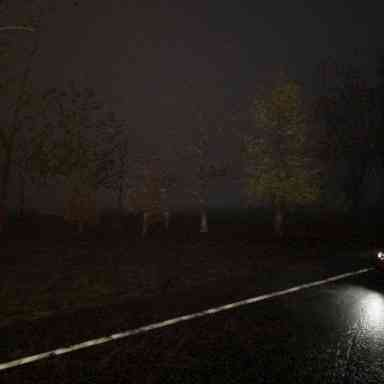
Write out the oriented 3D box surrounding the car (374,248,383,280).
[{"bbox_3d":[6.655,1.531,8.692,4.674,1.442,1.812,0,0,-35],"label":"car"}]
